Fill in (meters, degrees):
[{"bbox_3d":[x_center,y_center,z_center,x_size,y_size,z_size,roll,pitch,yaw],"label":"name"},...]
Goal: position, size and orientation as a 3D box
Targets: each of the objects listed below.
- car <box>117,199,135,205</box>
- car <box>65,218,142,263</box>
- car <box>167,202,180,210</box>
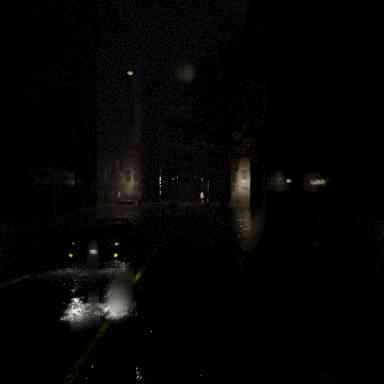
[{"bbox_3d":[-15.111,2.387,76.567,4.181,1.385,1.994,0,-1,0],"label":"car"},{"bbox_3d":[-3.099,1.696,12.414,1.994,1.385,4.181,0,-1,0],"label":"car"},{"bbox_3d":[-3.067,2.234,54.891,1.895,1.301,4.718,0,-1,0],"label":"car"}]
